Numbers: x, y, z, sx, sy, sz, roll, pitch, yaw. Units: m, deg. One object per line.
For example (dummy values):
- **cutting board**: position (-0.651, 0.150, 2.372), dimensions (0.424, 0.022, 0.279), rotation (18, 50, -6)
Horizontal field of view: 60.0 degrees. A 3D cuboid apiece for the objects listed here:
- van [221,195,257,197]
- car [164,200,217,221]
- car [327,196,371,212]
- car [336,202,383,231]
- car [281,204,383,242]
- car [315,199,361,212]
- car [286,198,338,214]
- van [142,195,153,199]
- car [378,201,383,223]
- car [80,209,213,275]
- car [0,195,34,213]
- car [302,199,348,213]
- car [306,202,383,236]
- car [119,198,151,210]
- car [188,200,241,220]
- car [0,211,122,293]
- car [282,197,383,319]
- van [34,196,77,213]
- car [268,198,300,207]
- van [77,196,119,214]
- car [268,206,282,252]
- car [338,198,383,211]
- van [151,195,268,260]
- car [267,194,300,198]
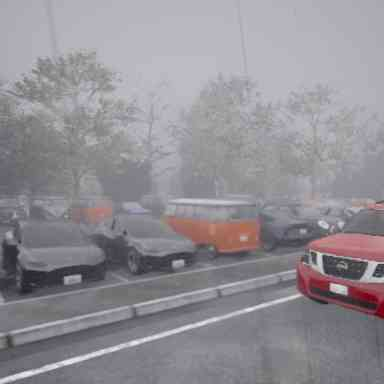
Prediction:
- **van**: position (4.116, 1.260, 31.256), dimensions (1.878, 1.987, 4.442), rotation (0, 0, -35)
- **car**: position (-0.247, 1.498, 28.053), dimensions (2.163, 1.488, 4.792), rotation (0, 0, -35)
- **car**: position (19.977, 1.481, 42.407), dimensions (2.185, 1.767, 4.553), rotation (0, 0, -35)
- **car**: position (11.826, 1.484, 20.318), dimensions (1.946, 1.575, 5.366), rotation (0, 0, -35)
- **car**: position (7.302, 1.471, 17.328), dimensions (2.231, 1.521, 4.892), rotation (0, 0, -35)
- **car**: position (17.854, 1.619, 40.826), dimensions (2.163, 1.488, 4.792), rotation (0, 0, -35)
- **car**: position (13.426, 1.551, 37.492), dimensions (1.946, 1.575, 5.366), rotation (0, 0, -35)
- **van**: position (-2.412, 1.243, 26.348), dimensions (1.878, 1.987, 4.442), rotation (0, 0, -36)
- **car**: position (16.452, 1.517, 23.601), dimensions (1.946, 1.575, 5.366), rotation (0, 0, -35)
- **car**: position (-1.742, 1.517, 10.882), dimensions (2.163, 1.488, 4.792), rotation (0, 0, -35)
- **car**: position (-11.507, 1.241, 19.992), dimensions (2.435, 2.045, 5.566), rotation (0, 0, -35)
- **car**: position (15.579, 1.612, 39.244), dimensions (2.002, 1.452, 4.674), rotation (0, 0, -35)
- **car**: position (9.448, 1.473, 19.085), dimensions (1.946, 1.575, 5.366), rotation (0, 0, -35)
- **car**: position (-4.749, 1.473, 24.828), dimensions (2.097, 1.535, 5.008), rotation (0, 0, -35)
- **car**: position (1.906, 1.504, 29.580), dimensions (2.163, 1.488, 4.792), rotation (0, 0, -35)
- **car**: position (-4.006, 1.523, 9.275), dimensions (2.163, 1.488, 4.792), rotation (0, 0, -35)
- **car**: position (4.619, 1.214, 6.985), dimensions (5.566, 2.045, 2.150), rotation (0, 0, -36)
- **van**: position (-9.197, 1.260, 21.522), dimensions (1.878, 1.987, 4.442), rotation (0, 0, -35)
- **car**: position (5.013, 1.345, 15.749), dimensions (2.185, 1.767, 4.553), rotation (0, 0, -35)
- **van**: position (-7.073, 1.253, 23.316), dimensions (1.878, 1.987, 4.442), rotation (0, 0, -35)
- **car**: position (2.753, 1.504, 14.143), dimensions (2.163, 1.488, 4.792), rotation (0, 0, -35)
- **car**: position (22.257, 1.624, 43.980), dimensions (2.097, 1.535, 5.008), rotation (0, 0, -35)
- **van**: position (0.437, 1.255, 12.607), dimensions (1.878, 1.987, 4.442), rotation (0, 0, -35)
- **car**: position (8.786, 1.268, 34.462), dimensions (2.435, 2.045, 5.566), rotation (0, 0, -35)
